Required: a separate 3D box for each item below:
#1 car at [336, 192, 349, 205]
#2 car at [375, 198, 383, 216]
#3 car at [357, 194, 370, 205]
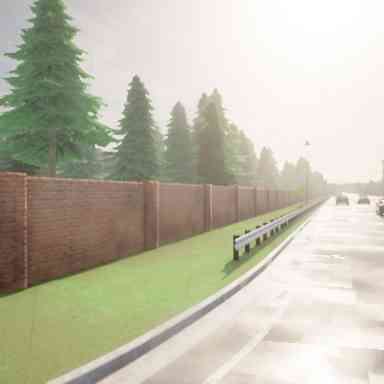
[{"bbox_3d":[26.501,1.308,58.597,2.097,1.767,4.553,0,0,23],"label":"car"},{"bbox_3d":[18.341,1.466,30.974,2.128,1.511,4.902,0,0,24],"label":"car"},{"bbox_3d":[30.742,1.480,59.593,1.812,1.442,4.674,0,0,23],"label":"car"}]
